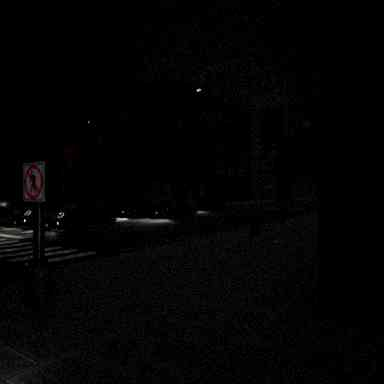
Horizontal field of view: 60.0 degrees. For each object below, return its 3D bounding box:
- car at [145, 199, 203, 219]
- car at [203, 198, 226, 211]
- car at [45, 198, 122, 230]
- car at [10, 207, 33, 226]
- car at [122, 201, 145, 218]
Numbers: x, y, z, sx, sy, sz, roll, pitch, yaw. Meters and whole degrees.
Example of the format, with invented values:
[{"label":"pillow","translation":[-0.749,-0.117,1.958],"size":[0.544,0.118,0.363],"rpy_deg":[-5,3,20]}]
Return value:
[{"label":"car","translation":[-1.429,1.410,28.418],"size":[1.837,1.490,4.892],"rpy_deg":[0,0,35]},{"label":"car","translation":[2.028,1.414,38.920],"size":[2.033,1.411,5.357],"rpy_deg":[0,0,36]},{"label":"car","translation":[-6.929,1.298,20.648],"size":[2.097,1.767,4.553],"rpy_deg":[0,0,35]},{"label":"car","translation":[-9.653,1.304,22.428],"size":[2.097,1.767,4.553],"rpy_deg":[0,0,35]},{"label":"car","translation":[-4.662,1.480,29.488],"size":[1.994,1.385,4.181],"rpy_deg":[0,0,35]}]
